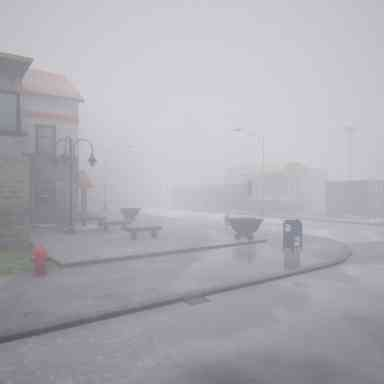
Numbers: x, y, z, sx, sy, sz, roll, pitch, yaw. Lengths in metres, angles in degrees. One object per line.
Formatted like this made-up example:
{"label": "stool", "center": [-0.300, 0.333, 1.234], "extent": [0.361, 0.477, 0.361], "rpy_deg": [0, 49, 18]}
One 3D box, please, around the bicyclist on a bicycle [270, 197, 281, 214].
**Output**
{"label": "bicyclist on a bicycle", "center": [8.066, 1.349, 32.012], "extent": [1.656, 1.620, 0.582], "rpy_deg": [0, 0, -35]}
